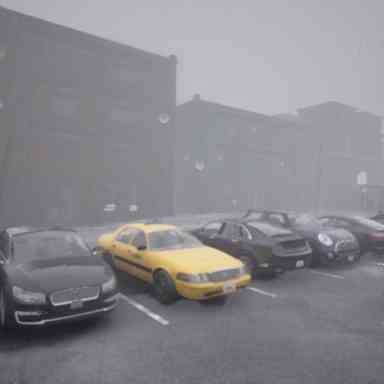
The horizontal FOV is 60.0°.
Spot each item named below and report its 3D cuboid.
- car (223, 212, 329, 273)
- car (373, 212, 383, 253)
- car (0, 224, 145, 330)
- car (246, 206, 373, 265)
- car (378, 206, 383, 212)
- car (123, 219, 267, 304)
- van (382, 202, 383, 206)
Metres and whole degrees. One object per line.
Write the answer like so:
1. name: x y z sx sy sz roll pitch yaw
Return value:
1. car: 1.334 1.547 10.387 2.231 1.521 4.892 1 0 -35
2. car: 5.865 1.636 13.621 2.002 1.452 4.674 1 0 -35
3. car: -3.206 1.494 7.167 2.231 1.521 4.892 1 0 -35
4. car: 3.581 1.446 12.034 2.185 1.767 4.553 1 0 -35
5. car: 10.379 1.675 16.878 2.163 1.488 4.792 1 0 -35
6. car: -0.828 1.516 8.626 1.946 1.575 5.366 1 0 -35
7. van: 12.648 1.444 18.603 1.878 1.987 4.442 1 0 -35
